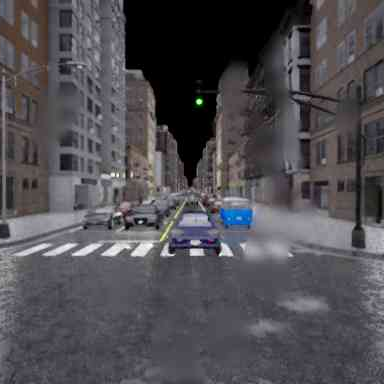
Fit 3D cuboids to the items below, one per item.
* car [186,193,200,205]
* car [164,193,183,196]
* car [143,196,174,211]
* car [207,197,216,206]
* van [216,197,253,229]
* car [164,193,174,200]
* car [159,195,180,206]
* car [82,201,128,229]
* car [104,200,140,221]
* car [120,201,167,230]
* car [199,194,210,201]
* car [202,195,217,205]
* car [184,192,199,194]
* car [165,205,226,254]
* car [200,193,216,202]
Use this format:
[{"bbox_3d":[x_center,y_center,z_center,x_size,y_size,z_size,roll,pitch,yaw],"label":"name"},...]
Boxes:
[{"bbox_3d":[0.061,1.294,50.283,2.033,1.411,5.357,0,0,0],"label":"car"},{"bbox_3d":[-2.785,1.258,49.174,1.837,1.490,4.892,0,0,1],"label":"car"},{"bbox_3d":[-2.844,1.362,29.277,1.837,1.490,4.892,0,0,0],"label":"car"},{"bbox_3d":[2.644,1.426,31.897,1.802,1.307,4.206,0,0,0],"label":"car"},{"bbox_3d":[2.641,1.241,20.534,1.690,1.788,3.998,0,0,0],"label":"van"},{"bbox_3d":[-5.372,1.037,77.345,1.967,1.590,4.097,0,0,0],"label":"car"},{"bbox_3d":[-2.825,1.371,39.205,1.994,1.385,4.181,0,0,1],"label":"car"},{"bbox_3d":[-5.384,1.450,20.528,2.008,1.369,4.403,0,0,0],"label":"car"},{"bbox_3d":[-5.382,1.417,26.210,1.887,1.381,4.507,0,0,0],"label":"car"},{"bbox_3d":[-2.845,1.464,20.423,1.994,1.385,4.181,0,0,0],"label":"car"},{"bbox_3d":[2.652,1.179,71.666,2.008,1.369,4.403,0,0,0],"label":"car"},{"bbox_3d":[2.646,1.368,43.260,1.802,1.307,4.206,0,0,0],"label":"car"},{"bbox_3d":[0.012,1.237,60.667,2.033,1.411,5.357,0,0,0],"label":"car"},{"bbox_3d":[0.105,1.465,13.166,1.812,1.442,4.674,0,0,0],"label":"car"},{"bbox_3d":[2.647,1.069,48.940,2.192,1.841,5.009,0,0,0],"label":"car"}]
